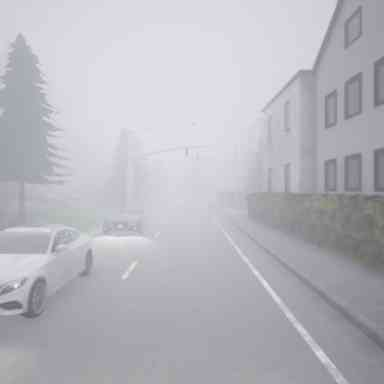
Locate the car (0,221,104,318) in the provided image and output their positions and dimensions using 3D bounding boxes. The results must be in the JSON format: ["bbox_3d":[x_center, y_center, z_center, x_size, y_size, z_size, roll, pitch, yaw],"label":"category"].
[{"bbox_3d":[-3.589,1.489,7.450,1.812,1.442,4.674,0,0,0],"label":"car"}]

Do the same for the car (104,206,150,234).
[{"bbox_3d":[-3.520,1.473,18.321,1.994,1.385,4.181,0,0,0],"label":"car"}]
